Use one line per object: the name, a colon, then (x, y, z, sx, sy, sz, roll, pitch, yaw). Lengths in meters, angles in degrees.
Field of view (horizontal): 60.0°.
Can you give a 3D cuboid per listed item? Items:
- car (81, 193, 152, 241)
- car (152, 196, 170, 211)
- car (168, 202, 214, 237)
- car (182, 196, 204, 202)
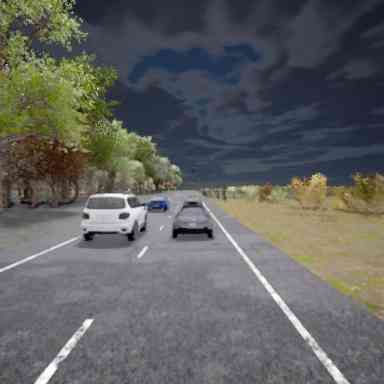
car: (-3.488, 1.074, 15.845, 2.150, 2.045, 5.566, 0, 1, 0)
car: (-3.423, 1.139, 35.054, 1.882, 1.535, 5.008, 0, 1, 0)
car: (0.026, 1.403, 16.889, 1.994, 1.385, 4.181, 0, 1, 0)
car: (0.070, 1.188, 33.110, 1.837, 1.490, 4.892, 0, 1, 0)
